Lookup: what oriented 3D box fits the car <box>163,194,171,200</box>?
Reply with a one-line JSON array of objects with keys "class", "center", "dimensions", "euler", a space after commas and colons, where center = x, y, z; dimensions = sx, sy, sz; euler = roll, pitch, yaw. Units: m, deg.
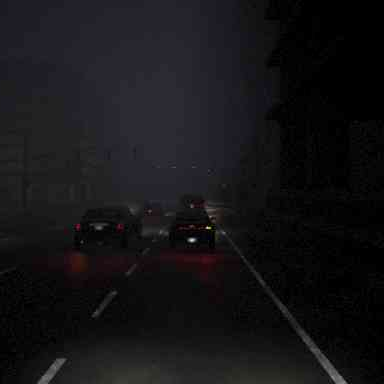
[{"class": "car", "center": [-7.000, 1.443, 92.221], "dimensions": [1.837, 1.490, 4.892], "euler": [0, 0, 1]}]

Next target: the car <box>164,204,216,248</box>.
[{"class": "car", "center": [0.000, 1.515, 14.650], "dimensions": [1.837, 1.490, 4.892], "euler": [0, 0, 0]}]

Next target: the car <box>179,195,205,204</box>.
[{"class": "car", "center": [0.000, 1.257, 29.682], "dimensions": [2.150, 2.045, 5.566], "euler": [0, 0, 0]}]

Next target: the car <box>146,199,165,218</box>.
[{"class": "car", "center": [-3.500, 1.571, 29.652], "dimensions": [1.994, 1.385, 4.181], "euler": [0, 0, 0]}]

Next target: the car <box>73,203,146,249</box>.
[{"class": "car", "center": [-3.500, 1.365, 14.620], "dimensions": [2.097, 1.767, 4.553], "euler": [0, 0, 0]}]

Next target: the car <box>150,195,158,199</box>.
[{"class": "car", "center": [-10.499, 1.483, 92.265], "dimensions": [2.033, 1.411, 5.357], "euler": [0, 0, 1]}]
